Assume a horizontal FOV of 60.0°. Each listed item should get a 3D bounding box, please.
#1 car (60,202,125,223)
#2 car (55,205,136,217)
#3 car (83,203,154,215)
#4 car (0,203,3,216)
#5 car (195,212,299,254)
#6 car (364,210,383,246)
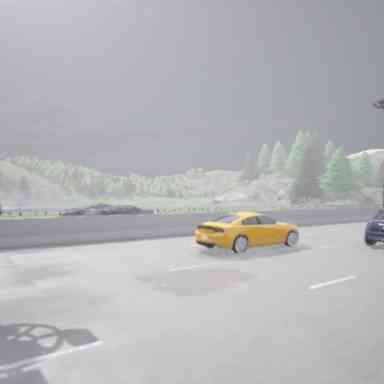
[{"bbox_3d":[-8.361,1.653,28.130,4.902,1.511,2.128,1,-1,-36],"label":"car"},{"bbox_3d":[-6.257,1.721,21.032,4.718,1.301,1.895,1,-1,-36],"label":"car"},{"bbox_3d":[-5.509,1.711,25.868,5.357,1.411,2.033,1,-1,-35],"label":"car"},{"bbox_3d":[-17.809,1.297,25.684,5.566,2.045,2.150,1,-1,-35],"label":"car"},{"bbox_3d":[2.478,1.606,14.140,5.008,1.535,1.882,1,0,-36],"label":"car"},{"bbox_3d":[9.880,1.540,15.144,4.553,1.767,2.097,1,-1,-36],"label":"car"}]
